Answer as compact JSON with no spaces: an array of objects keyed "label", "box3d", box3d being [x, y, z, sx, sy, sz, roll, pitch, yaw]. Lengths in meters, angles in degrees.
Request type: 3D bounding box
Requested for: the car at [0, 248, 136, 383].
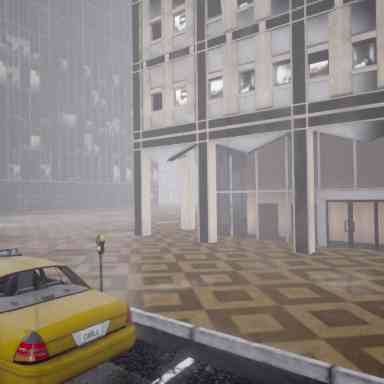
[{"label":"car","box3d":[-2.988,1.528,5.021,4.829,1.417,1.752,0,-1,36]}]
